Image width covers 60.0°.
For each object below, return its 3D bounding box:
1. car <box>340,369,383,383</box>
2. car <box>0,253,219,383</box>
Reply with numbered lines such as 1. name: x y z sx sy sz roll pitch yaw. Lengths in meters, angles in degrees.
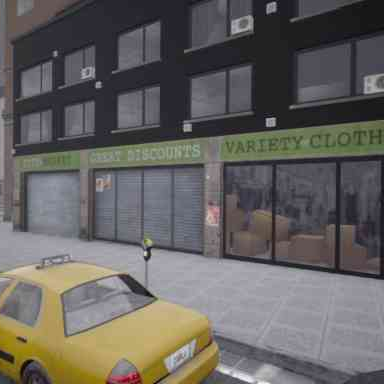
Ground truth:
1. car: 2.701 1.551 1.167 4.403 1.369 2.008 0 1 35
2. car: -1.990 1.524 4.502 4.829 1.417 1.752 0 1 35
